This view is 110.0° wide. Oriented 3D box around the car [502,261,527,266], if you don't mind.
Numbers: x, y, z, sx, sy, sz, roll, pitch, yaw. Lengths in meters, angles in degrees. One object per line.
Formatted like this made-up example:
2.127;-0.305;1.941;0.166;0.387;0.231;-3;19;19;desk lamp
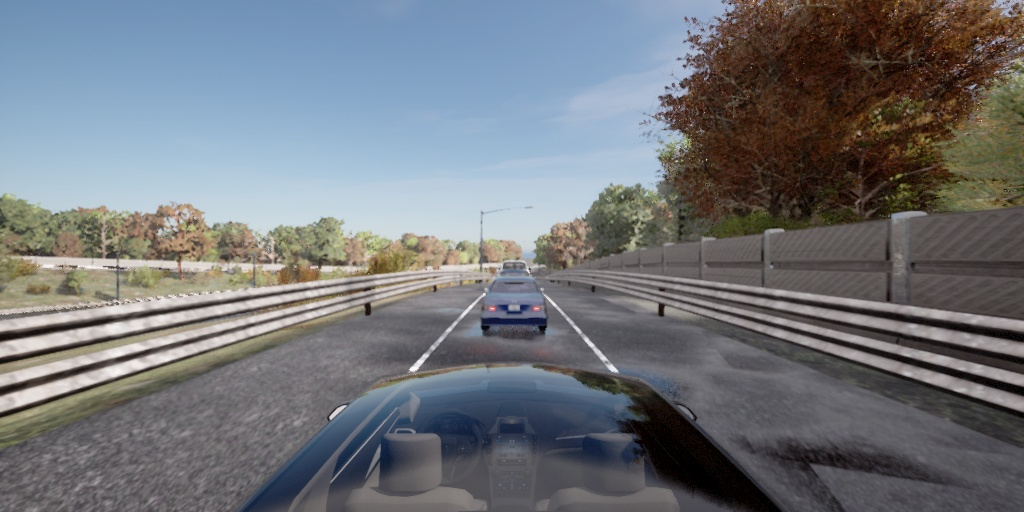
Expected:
0.182;1.401;26.460;2.150;2.045;5.566;0;-2;1;car

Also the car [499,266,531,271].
0.098;1.400;17.513;1.837;1.490;4.892;0;-1;0;car

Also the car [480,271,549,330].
0.062;1.328;11.171;2.033;1.411;5.357;0;-1;0;car
